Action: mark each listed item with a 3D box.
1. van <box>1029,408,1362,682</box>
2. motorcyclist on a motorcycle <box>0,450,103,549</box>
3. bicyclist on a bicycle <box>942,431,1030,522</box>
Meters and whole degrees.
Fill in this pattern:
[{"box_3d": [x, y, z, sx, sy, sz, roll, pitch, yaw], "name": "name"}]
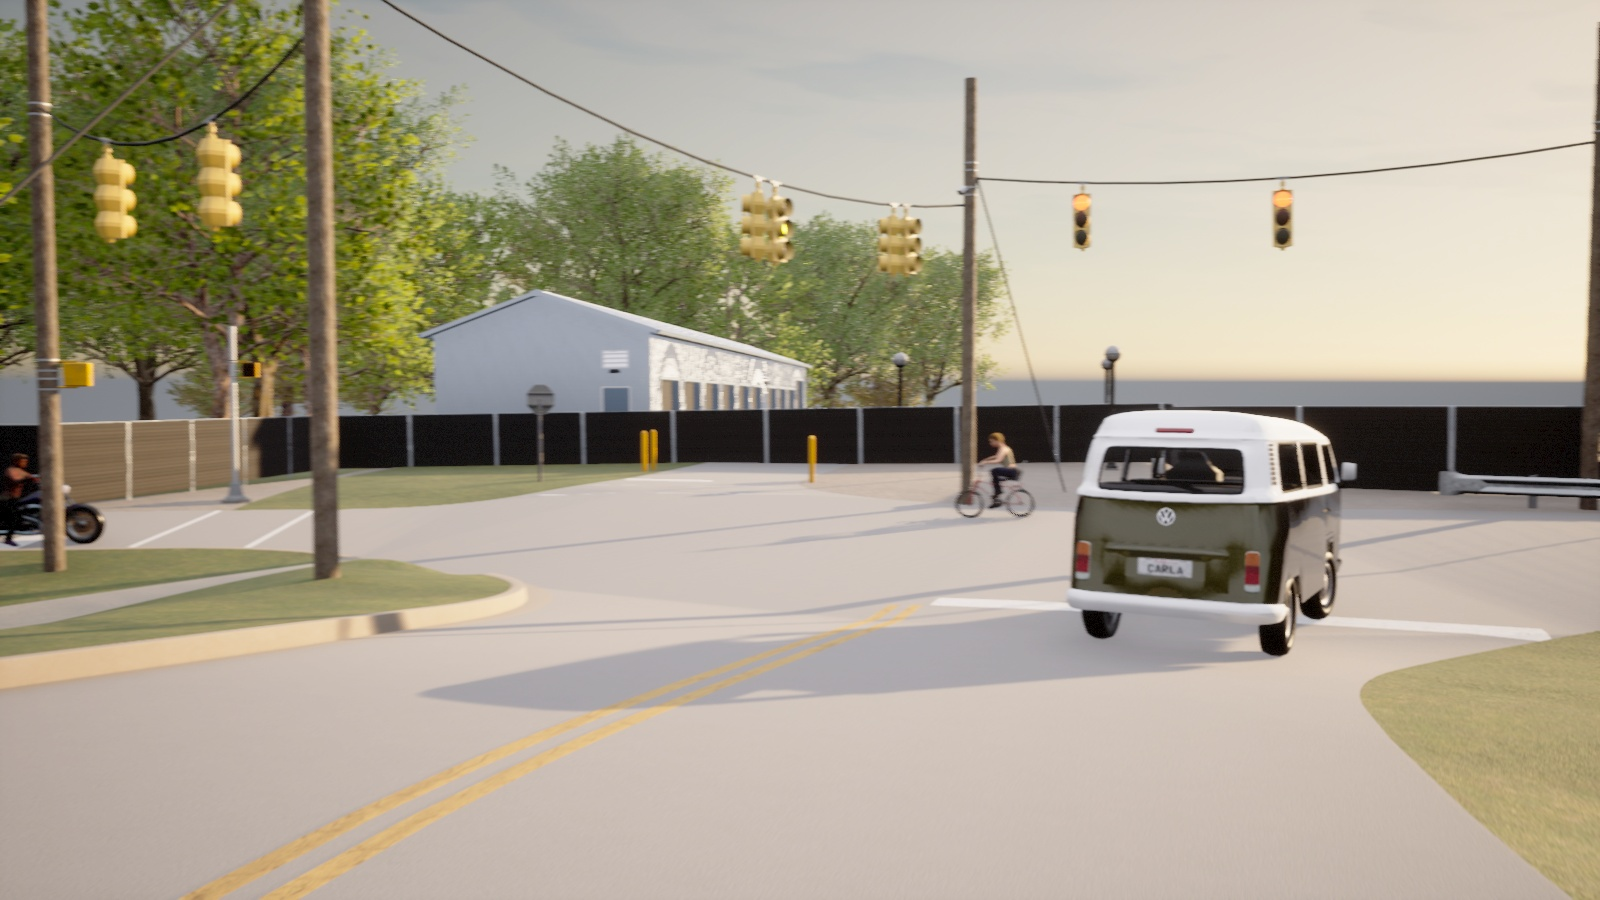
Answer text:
[{"box_3d": [3.924, 0.680, 11.861, 2.069, 2.038, 4.480, 2, 1, 29], "name": "van"}, {"box_3d": [-13.596, 0.855, 21.928, 2.350, 1.649, 0.766, 0, 3, -11], "name": "motorcyclist on a motorcycle"}, {"box_3d": [3.516, 0.499, 23.694, 1.509, 1.612, 0.866, -2, 3, 15], "name": "bicyclist on a bicycle"}]
